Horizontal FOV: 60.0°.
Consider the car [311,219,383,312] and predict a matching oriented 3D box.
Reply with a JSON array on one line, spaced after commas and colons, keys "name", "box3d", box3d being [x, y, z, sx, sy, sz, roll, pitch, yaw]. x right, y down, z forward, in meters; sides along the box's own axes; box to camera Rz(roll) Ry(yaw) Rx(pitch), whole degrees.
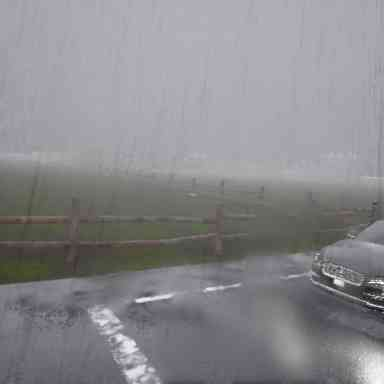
[{"name": "car", "box3d": [4.550, 1.283, 6.694, 4.892, 1.490, 1.837, 1, 4, -30]}]
